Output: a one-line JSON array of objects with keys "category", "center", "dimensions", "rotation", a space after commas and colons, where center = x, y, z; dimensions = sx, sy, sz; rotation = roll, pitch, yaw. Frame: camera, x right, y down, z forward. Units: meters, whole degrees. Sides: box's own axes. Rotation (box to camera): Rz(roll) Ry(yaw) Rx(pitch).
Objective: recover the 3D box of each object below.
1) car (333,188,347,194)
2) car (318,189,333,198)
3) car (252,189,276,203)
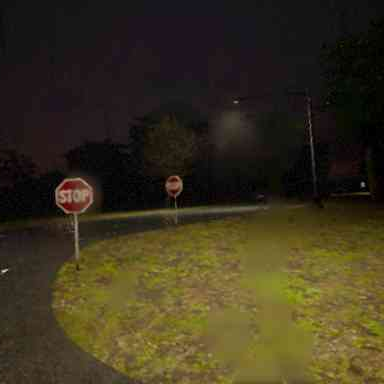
[{"category": "car", "center": [38.086, -0.171, 84.794], "dimensions": [1.812, 1.442, 4.674], "rotation": [-5, -1, 33]}, {"category": "car", "center": [21.390, 0.318, 54.629], "dimensions": [1.812, 1.442, 4.674], "rotation": [-4, -1, 30]}, {"category": "car", "center": [11.241, 0.647, 51.592], "dimensions": [2.150, 2.045, 5.566], "rotation": [-5, -1, 34]}]
